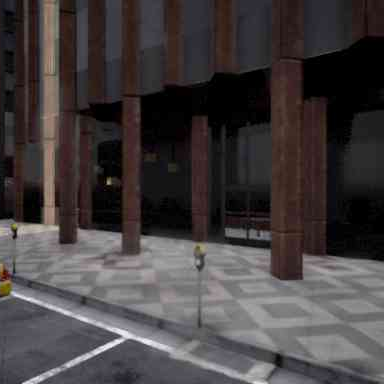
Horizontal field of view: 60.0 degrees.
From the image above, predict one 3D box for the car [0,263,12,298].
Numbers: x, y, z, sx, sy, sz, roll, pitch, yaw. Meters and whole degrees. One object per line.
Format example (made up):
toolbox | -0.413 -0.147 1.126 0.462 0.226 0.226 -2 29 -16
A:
car | -5.641 1.498 7.005 4.829 1.417 1.752 0 0 36
